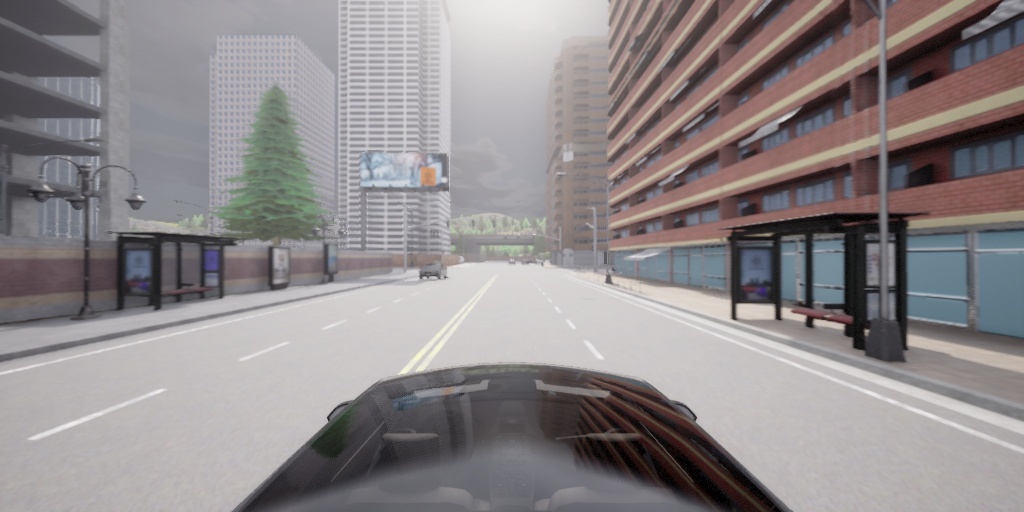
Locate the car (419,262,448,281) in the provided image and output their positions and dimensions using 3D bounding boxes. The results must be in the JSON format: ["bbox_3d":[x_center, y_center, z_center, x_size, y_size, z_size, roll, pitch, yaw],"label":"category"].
[{"bbox_3d":[-6.995,1.291,32.272,1.837,1.490,4.892,0,0,0],"label":"car"}]
